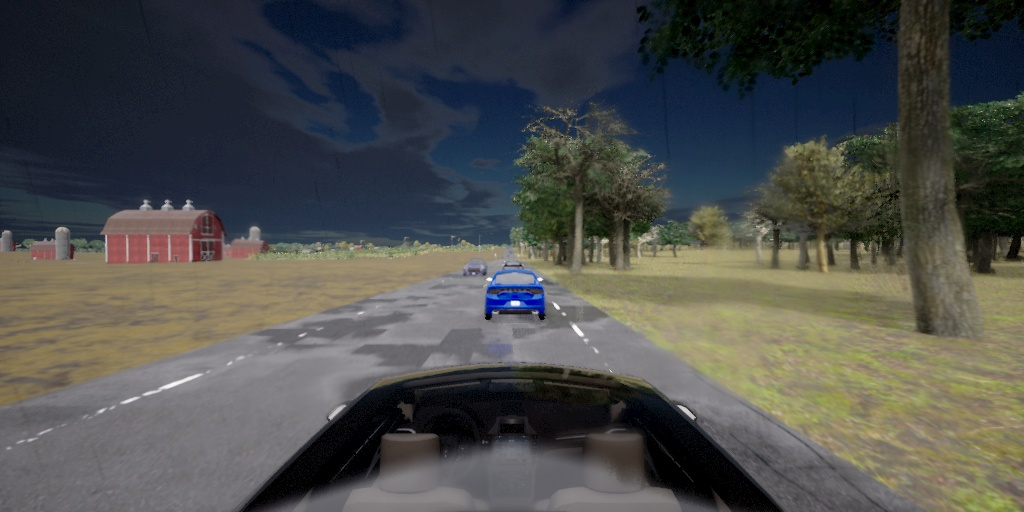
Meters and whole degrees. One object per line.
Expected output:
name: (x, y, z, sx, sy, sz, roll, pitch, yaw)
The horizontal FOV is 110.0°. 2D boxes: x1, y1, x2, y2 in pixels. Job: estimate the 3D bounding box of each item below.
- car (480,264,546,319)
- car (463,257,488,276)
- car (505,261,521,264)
car: (0.099, 1.210, 12.816, 1.882, 1.535, 5.008, 0, 0, 0)
car: (-3.503, 1.001, 34.971, 2.097, 1.767, 4.553, 0, 0, 0)
car: (0.098, 1.154, 31.612, 2.128, 1.511, 4.902, 0, 0, 0)
